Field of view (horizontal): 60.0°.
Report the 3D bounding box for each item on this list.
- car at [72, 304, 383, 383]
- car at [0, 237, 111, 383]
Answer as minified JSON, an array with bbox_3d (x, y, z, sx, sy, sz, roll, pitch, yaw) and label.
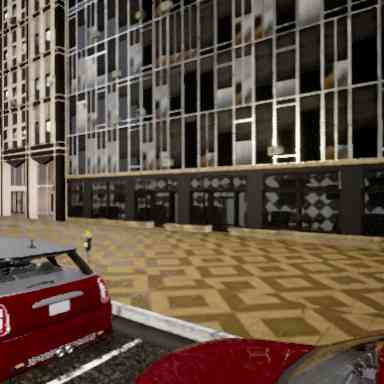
[{"bbox_3d":[1.393,1.583,1.891,4.206,1.307,1.802,0,0,36],"label":"car"},{"bbox_3d":[-3.179,1.414,5.154,4.097,1.590,1.967,0,0,36],"label":"car"}]
